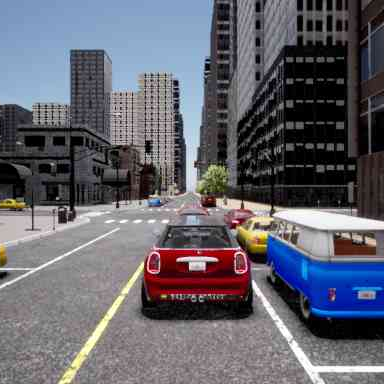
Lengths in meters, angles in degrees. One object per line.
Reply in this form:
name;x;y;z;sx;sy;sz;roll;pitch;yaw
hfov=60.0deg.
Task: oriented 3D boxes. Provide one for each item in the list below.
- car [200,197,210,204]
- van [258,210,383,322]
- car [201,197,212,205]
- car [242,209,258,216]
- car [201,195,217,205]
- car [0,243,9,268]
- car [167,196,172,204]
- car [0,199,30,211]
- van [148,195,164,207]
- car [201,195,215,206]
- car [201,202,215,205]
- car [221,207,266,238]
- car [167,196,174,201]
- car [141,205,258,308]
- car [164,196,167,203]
car;2.633;1.655;67.239;1.947;1.339;4.313;0;0;0
van;2.682;1.341;6.952;1.690;1.788;3.998;0;0;0
car;2.637;1.621;61.715;1.887;1.381;4.507;0;0;0
car;2.677;1.527;12.786;1.752;1.417;4.829;0;0;0
car;2.645;1.369;50.667;2.192;1.841;5.009;0;0;0
car;-5.698;1.525;6.775;1.752;1.417;4.829;0;0;0
car;-5.748;1.529;67.231;1.967;1.590;4.097;0;0;0
car;-21.440;1.469;38.476;4.829;1.417;1.752;0;0;0
van;-5.734;1.395;50.658;1.690;1.788;3.998;0;0;0
car;2.641;1.380;56.191;2.192;1.841;5.009;0;0;0
car;0.086;1.482;17.299;1.882;1.535;5.008;0;0;0
car;2.673;1.587;18.279;1.802;1.307;4.206;0;0;0
car;-5.765;1.673;89.155;1.752;1.417;4.829;0;0;0
car;0.093;1.352;8.093;2.097;1.767;4.553;0;0;0
car;-5.739;1.505;56.181;1.967;1.590;4.097;0;0;0
